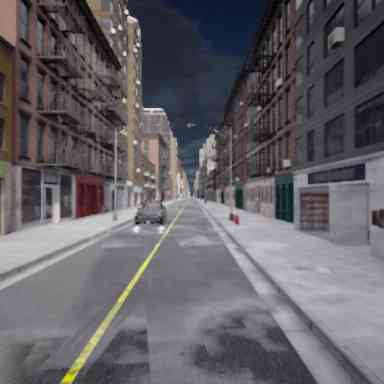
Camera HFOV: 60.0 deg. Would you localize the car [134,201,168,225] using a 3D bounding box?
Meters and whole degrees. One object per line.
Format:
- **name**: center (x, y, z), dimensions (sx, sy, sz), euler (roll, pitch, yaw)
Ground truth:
- **car**: center (-3.022, 1.529, 25.367), dimensions (2.097, 1.767, 4.553), euler (0, 0, 1)
